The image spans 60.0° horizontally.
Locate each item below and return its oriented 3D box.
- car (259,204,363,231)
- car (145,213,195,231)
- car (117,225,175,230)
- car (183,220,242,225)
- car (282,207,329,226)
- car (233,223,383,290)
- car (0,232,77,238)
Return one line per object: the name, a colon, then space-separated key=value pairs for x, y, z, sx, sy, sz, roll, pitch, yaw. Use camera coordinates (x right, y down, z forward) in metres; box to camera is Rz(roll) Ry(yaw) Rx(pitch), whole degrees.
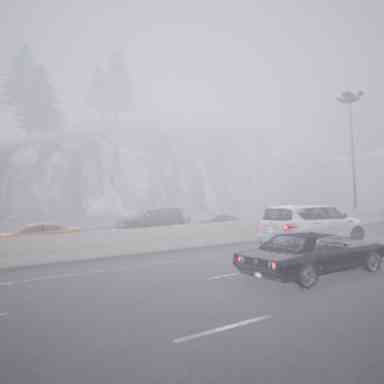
car: x=5.503 y=1.574 z=15.138 sx=5.566 sy=2.045 sz=2.150 roll=-1 pitch=-2 yaw=-33
car: x=-2.003 y=2.793 z=31.131 sx=4.181 sy=1.385 sz=1.994 roll=-1 pitch=-2 yaw=-33
car: x=-3.146 y=2.310 z=26.395 sx=5.566 sy=2.045 sz=2.150 roll=0 pitch=-3 yaw=-32
car: x=1.831 y=2.399 z=25.287 sx=4.674 sy=1.442 sz=1.812 roll=-1 pitch=-2 yaw=-33
car: x=10.862 y=2.271 z=31.683 sx=4.674 sy=1.442 sz=1.812 roll=-1 pitch=-2 yaw=-36
car: x=3.606 y=1.835 z=9.803 sx=4.718 sy=1.301 sz=1.895 roll=-1 pitch=-2 yaw=-31
car: x=-8.869 y=2.514 z=18.956 sx=5.008 sy=1.535 sz=1.882 roll=-1 pitch=-2 yaw=-30
